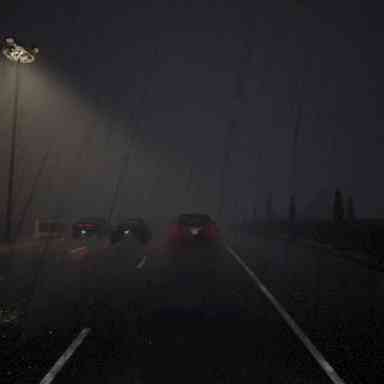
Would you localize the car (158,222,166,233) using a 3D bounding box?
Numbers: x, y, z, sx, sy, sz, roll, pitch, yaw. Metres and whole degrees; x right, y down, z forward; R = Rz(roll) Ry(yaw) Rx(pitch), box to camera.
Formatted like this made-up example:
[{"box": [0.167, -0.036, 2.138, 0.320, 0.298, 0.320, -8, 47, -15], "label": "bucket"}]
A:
[{"box": [-3.395, 4.381, 40.832, 1.895, 1.301, 4.718, 0, -6, 0], "label": "car"}]

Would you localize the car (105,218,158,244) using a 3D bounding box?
[{"box": [-3.398, 2.241, 19.482, 1.994, 1.385, 4.181, 0, -4, 0], "label": "car"}]

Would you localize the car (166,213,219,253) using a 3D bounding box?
[{"box": [0.102, 1.795, 15.850, 2.097, 1.767, 4.553, 0, -3, 0], "label": "car"}]

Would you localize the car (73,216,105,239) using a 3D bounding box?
[{"box": [-6.897, 2.508, 23.616, 1.837, 1.490, 4.892, 0, -5, 0], "label": "car"}]

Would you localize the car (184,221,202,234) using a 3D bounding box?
[{"box": [0.104, 4.162, 39.109, 1.994, 1.385, 4.181, 0, -6, 0], "label": "car"}]
